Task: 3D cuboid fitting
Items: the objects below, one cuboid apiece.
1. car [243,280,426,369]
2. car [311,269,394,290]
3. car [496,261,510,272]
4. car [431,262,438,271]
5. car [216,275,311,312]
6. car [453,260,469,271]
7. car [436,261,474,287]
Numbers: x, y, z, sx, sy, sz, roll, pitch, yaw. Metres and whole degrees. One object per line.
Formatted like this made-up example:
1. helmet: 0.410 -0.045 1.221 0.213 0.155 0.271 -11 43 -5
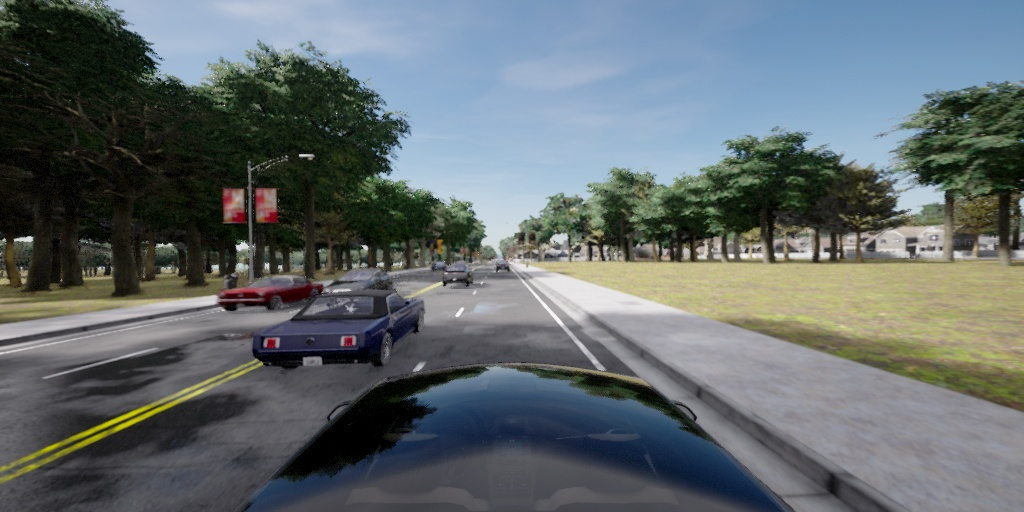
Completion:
1. car: -3.268 1.412 7.982 1.895 1.301 4.718 -1 0 -2
2. car: -6.984 1.379 16.888 2.128 1.511 4.902 -1 0 -2
3. car: -1.280 1.410 50.419 1.812 1.442 4.674 -1 0 -2
4. car: -11.360 1.601 56.100 1.812 1.442 4.674 -1 0 -1
5. car: -10.196 1.539 15.591 1.895 1.301 4.718 -1 0 -2
6. car: -8.143 1.505 57.484 1.882 1.535 5.008 -1 0 -1
7. car: -3.798 1.347 25.771 2.128 1.511 4.902 -1 0 -2
